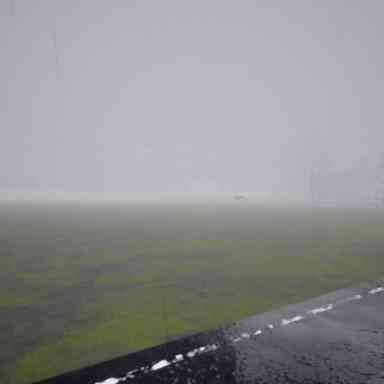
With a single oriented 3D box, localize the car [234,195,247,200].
[{"bbox_3d":[10.476,1.318,71.279,1.837,1.490,4.892,0,0,-35],"label":"car"}]
